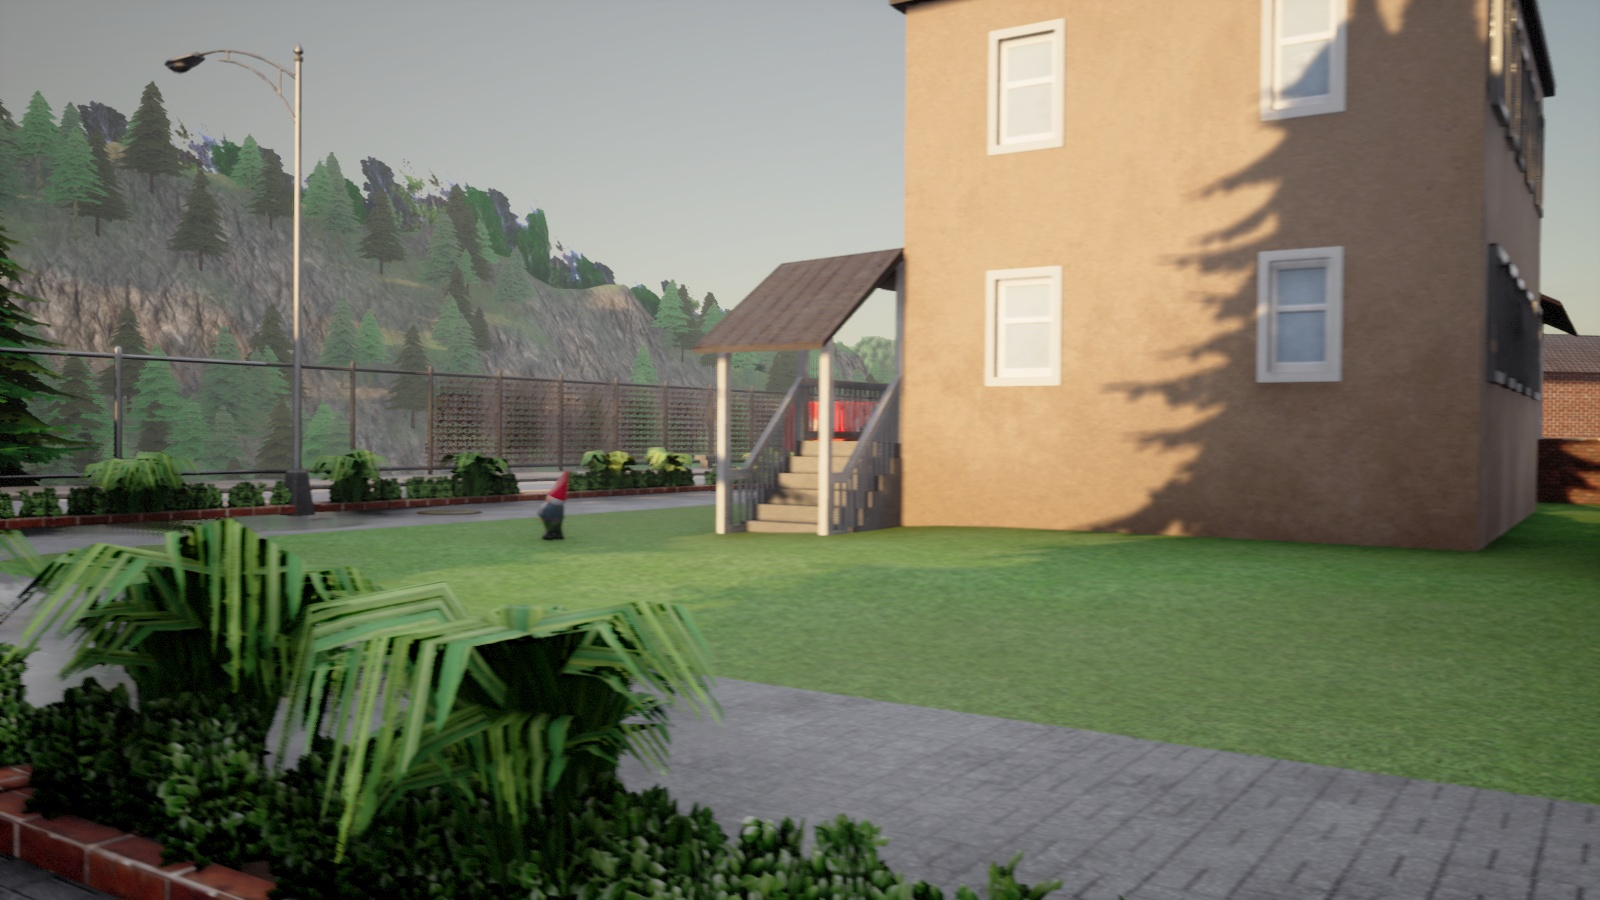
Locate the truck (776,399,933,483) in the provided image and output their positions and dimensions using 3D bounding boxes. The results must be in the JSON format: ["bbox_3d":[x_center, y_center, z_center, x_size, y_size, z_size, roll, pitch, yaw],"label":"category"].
[{"bbox_3d":[1.805,-0.314,39.746,2.627,2.467,5.204,0,1,34],"label":"truck"}]
